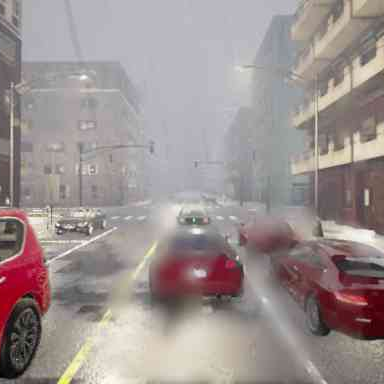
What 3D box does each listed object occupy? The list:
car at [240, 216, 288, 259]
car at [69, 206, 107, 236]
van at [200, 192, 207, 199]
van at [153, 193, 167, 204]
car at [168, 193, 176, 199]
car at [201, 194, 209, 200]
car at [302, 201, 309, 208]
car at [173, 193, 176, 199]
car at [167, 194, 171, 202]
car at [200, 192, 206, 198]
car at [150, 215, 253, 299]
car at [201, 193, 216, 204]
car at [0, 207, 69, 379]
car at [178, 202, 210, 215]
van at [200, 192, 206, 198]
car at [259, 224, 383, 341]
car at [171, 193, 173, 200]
[{"bbox_3d":[2.666,1.518,11.966,1.802,1.307,4.206,1,0,0],"label":"car"},{"bbox_3d":[-5.771,1.456,17.703,2.008,1.369,4.403,1,0,0],"label":"car"},{"bbox_3d":[3.076,0.851,89.684,1.690,1.788,3.998,1,0,0],"label":"van"},{"bbox_3d":[-5.591,1.039,55.747,1.690,1.788,3.998,1,0,0],"label":"van"},{"bbox_3d":[-5.307,1.055,89.763,1.887,1.381,4.507,1,0,0],"label":"car"},{"bbox_3d":[3.002,1.155,78.345,1.802,1.307,4.206,1,0,0],"label":"car"},{"bbox_3d":[15.543,1.297,39.862,4.507,1.381,1.887,0,0,1],"label":"car"},{"bbox_3d":[-5.378,1.139,78.423,1.947,1.339,4.313,1,0,0],"label":"car"},{"bbox_3d":[-5.484,1.233,61.411,1.947,1.339,4.313,1,0,0],"label":"car"},{"bbox_3d":[2.967,1.155,72.675,2.008,1.369,4.403,1,0,0],"label":"car"},{"bbox_3d":[0.100,1.519,8.379,1.994,1.385,4.181,0,0,0],"label":"car"},{"bbox_3d":[2.957,1.257,54.088,2.008,1.369,4.403,1,0,0],"label":"car"},{"bbox_3d":[-3.095,1.207,2.541,2.150,2.045,5.566,0,0,0],"label":"car"},{"bbox_3d":[0.101,1.496,19.505,1.895,1.301,4.718,0,0,0],"label":"car"},{"bbox_3d":[3.112,0.820,95.355,1.690,1.788,3.998,1,0,0],"label":"van"},{"bbox_3d":[2.668,1.548,6.295,1.802,1.307,4.206,1,0,0],"label":"car"},{"bbox_3d":[-5.447,1.076,67.080,1.967,1.590,4.097,1,0,0],"label":"car"}]
